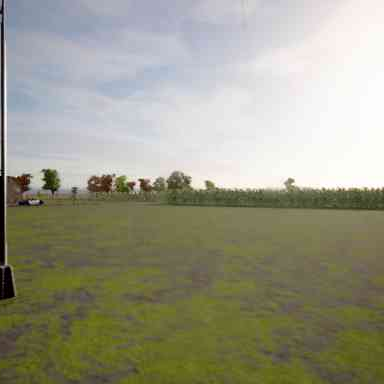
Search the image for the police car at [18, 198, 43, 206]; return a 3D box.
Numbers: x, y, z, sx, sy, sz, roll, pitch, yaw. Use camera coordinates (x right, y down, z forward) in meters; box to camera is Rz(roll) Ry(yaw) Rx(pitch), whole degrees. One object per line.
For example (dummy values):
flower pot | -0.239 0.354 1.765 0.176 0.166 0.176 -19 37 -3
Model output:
police car | -35.311 2.221 72.784 2.038 1.542 4.974 0 -1 35
